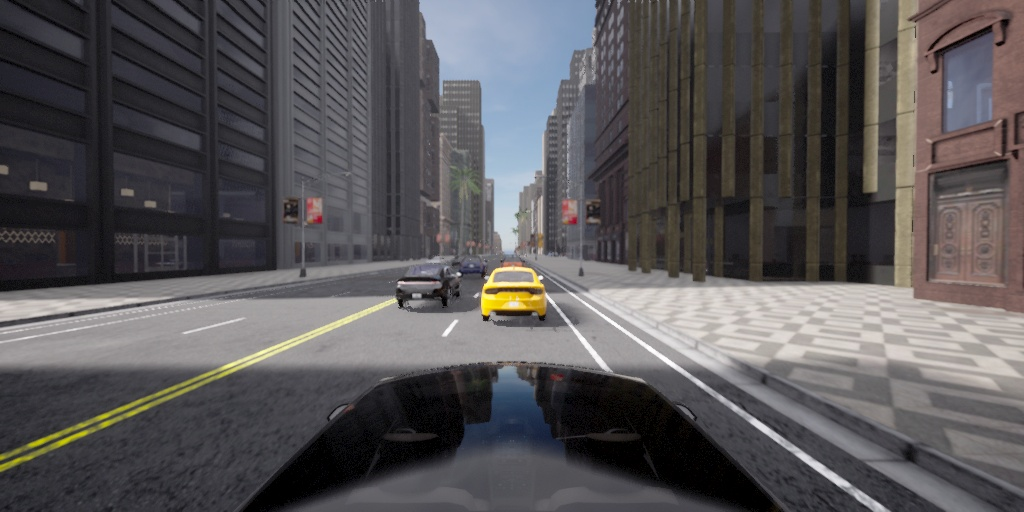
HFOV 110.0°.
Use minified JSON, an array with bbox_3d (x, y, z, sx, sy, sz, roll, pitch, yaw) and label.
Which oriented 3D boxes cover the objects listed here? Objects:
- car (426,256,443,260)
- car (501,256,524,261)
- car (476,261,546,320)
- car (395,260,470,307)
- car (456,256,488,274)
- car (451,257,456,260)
[{"bbox_3d":[-9.880,0.772,46.038,1.812,1.442,4.674,0,1,0],"label":"car"},{"bbox_3d":[0.057,0.775,30.512,2.097,1.767,4.553,0,1,0],"label":"car"},{"bbox_3d":[0.062,1.109,12.164,1.882,1.535,5.008,0,1,0],"label":"car"},{"bbox_3d":[-3.180,1.096,14.429,2.128,1.511,4.902,0,1,0],"label":"car"},{"bbox_3d":[-3.192,0.775,30.508,2.097,1.767,4.553,0,1,0],"label":"car"},{"bbox_3d":[-6.630,0.749,46.180,1.837,1.490,4.892,0,1,0],"label":"car"}]
